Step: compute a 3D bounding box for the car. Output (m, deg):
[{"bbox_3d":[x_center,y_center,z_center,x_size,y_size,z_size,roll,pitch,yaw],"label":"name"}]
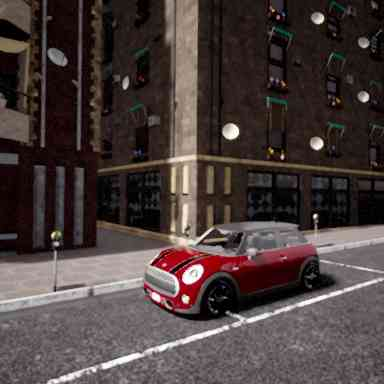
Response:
[{"bbox_3d":[0.957,1.435,7.370,4.097,1.590,1.967,0,1,-35],"label":"car"}]
